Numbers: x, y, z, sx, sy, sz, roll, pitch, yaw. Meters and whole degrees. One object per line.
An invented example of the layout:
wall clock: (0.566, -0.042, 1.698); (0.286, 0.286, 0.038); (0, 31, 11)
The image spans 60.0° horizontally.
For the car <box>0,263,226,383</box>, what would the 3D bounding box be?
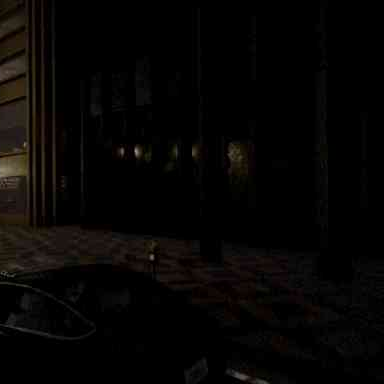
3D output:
car: (-1.656, 1.562, 4.028); (4.313, 1.339, 1.947); (0, -1, 35)
